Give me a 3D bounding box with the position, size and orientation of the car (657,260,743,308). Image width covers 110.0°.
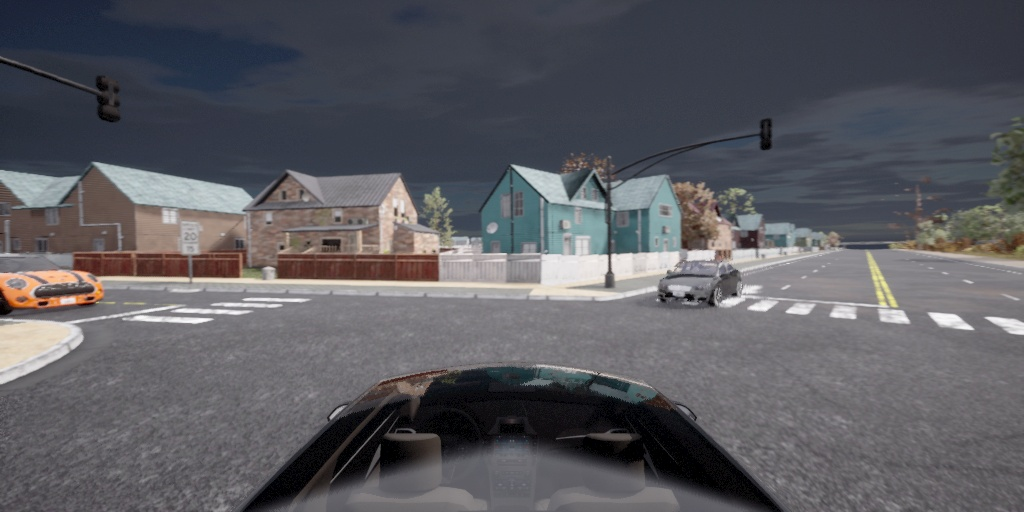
[{"bbox_3d":[7.112,0.906,13.386,2.128,1.511,4.902,0,2,45],"label":"car"}]

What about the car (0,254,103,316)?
[{"bbox_3d":[-15.394,0.735,10.993,4.553,1.767,2.097,0,2,9],"label":"car"}]
